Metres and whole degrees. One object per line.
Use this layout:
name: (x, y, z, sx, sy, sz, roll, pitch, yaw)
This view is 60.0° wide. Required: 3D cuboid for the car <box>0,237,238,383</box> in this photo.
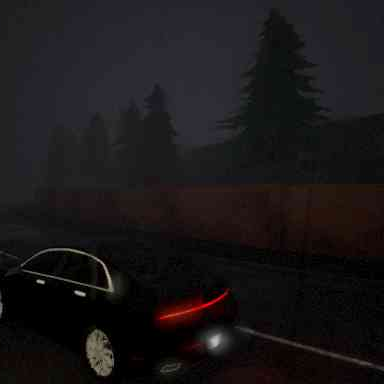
car: (-1.605, 1.512, 5.464, 4.892, 1.490, 1.837, 0, 0, 39)
